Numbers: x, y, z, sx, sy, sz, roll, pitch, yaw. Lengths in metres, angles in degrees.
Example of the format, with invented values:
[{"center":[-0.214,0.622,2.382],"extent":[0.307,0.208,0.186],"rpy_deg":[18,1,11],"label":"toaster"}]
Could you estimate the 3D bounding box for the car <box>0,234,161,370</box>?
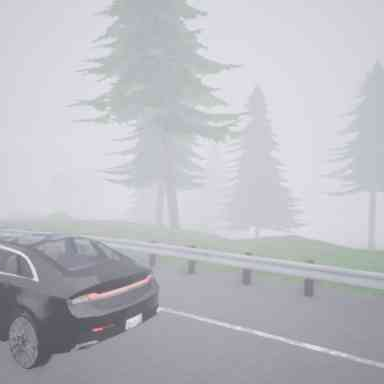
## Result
[{"center":[-2.791,1.477,5.677],"extent":[4.902,1.511,2.128],"rpy_deg":[0,0,33],"label":"car"}]
